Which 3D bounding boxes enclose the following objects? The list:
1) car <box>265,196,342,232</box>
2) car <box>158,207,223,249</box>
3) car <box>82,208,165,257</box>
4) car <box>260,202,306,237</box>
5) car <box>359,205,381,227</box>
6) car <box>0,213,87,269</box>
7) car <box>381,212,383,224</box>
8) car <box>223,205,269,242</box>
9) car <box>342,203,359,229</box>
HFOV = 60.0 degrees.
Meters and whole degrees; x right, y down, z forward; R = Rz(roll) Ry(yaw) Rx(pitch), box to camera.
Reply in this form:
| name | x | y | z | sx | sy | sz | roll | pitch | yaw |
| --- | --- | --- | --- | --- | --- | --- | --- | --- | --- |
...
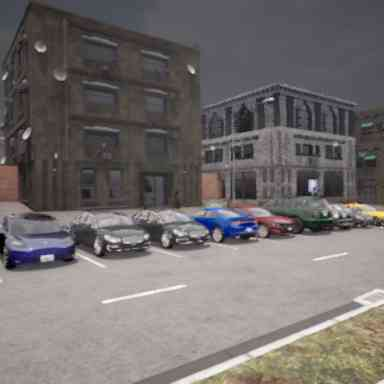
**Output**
| name | x | y | z | sx | sy | sz | roll | pitch | yaw |
| --- | --- | --- | --- | --- | --- | --- | --- | --- | --- |
| car | 5.492 | 1.273 | 19.773 | 2.435 | 2.045 | 5.566 | 0 | 0 | -36 |
| car | -1.182 | 1.497 | 14.890 | 2.231 | 1.521 | 4.892 | 0 | 0 | -36 |
| car | -3.412 | 1.495 | 13.270 | 2.231 | 1.521 | 4.892 | 0 | 0 | -36 |
| car | 3.276 | 1.511 | 18.132 | 2.097 | 1.535 | 5.008 | 0 | 0 | -36 |
| car | 9.962 | 1.601 | 22.993 | 2.002 | 1.452 | 4.674 | 0 | 0 | -36 |
| car | -5.619 | 1.525 | 11.619 | 2.163 | 1.488 | 4.792 | 0 | 0 | -36 |
| car | 12.304 | 1.582 | 24.462 | 1.946 | 1.575 | 5.366 | 1 | 0 | -36 |
| car | 1.053 | 1.502 | 16.503 | 2.097 | 1.535 | 5.008 | 0 | 0 | -36 |
| car | 7.756 | 1.415 | 21.344 | 2.185 | 1.767 | 4.553 | 0 | 0 | -36 |
